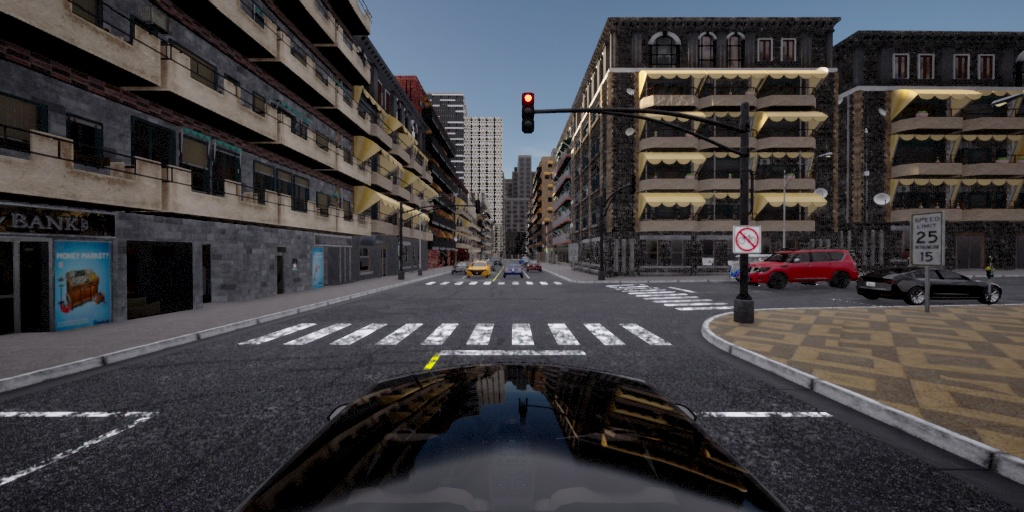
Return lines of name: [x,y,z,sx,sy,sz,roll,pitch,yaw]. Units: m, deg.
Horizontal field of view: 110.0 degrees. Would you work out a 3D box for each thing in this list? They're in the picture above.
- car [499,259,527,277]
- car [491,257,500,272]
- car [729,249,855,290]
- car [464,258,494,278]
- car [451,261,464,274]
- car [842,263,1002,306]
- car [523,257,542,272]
car: [0.114,1.300,34.940,2.033,1.411,5.357,0,0,0]
car: [-3.077,1.249,46.625,2.128,1.511,4.902,0,0,0]
car: [15.407,0.689,19.504,5.566,2.045,2.150,-1,0,-1]
car: [-3.088,1.230,34.057,1.882,1.535,5.008,0,0,0]
car: [-5.676,1.305,39.997,2.007,1.370,4.403,0,0,0]
car: [15.777,1.077,13.725,4.313,1.339,1.948,0,0,-1]
car: [2.706,1.198,45.516,1.967,1.591,4.097,0,0,0]
